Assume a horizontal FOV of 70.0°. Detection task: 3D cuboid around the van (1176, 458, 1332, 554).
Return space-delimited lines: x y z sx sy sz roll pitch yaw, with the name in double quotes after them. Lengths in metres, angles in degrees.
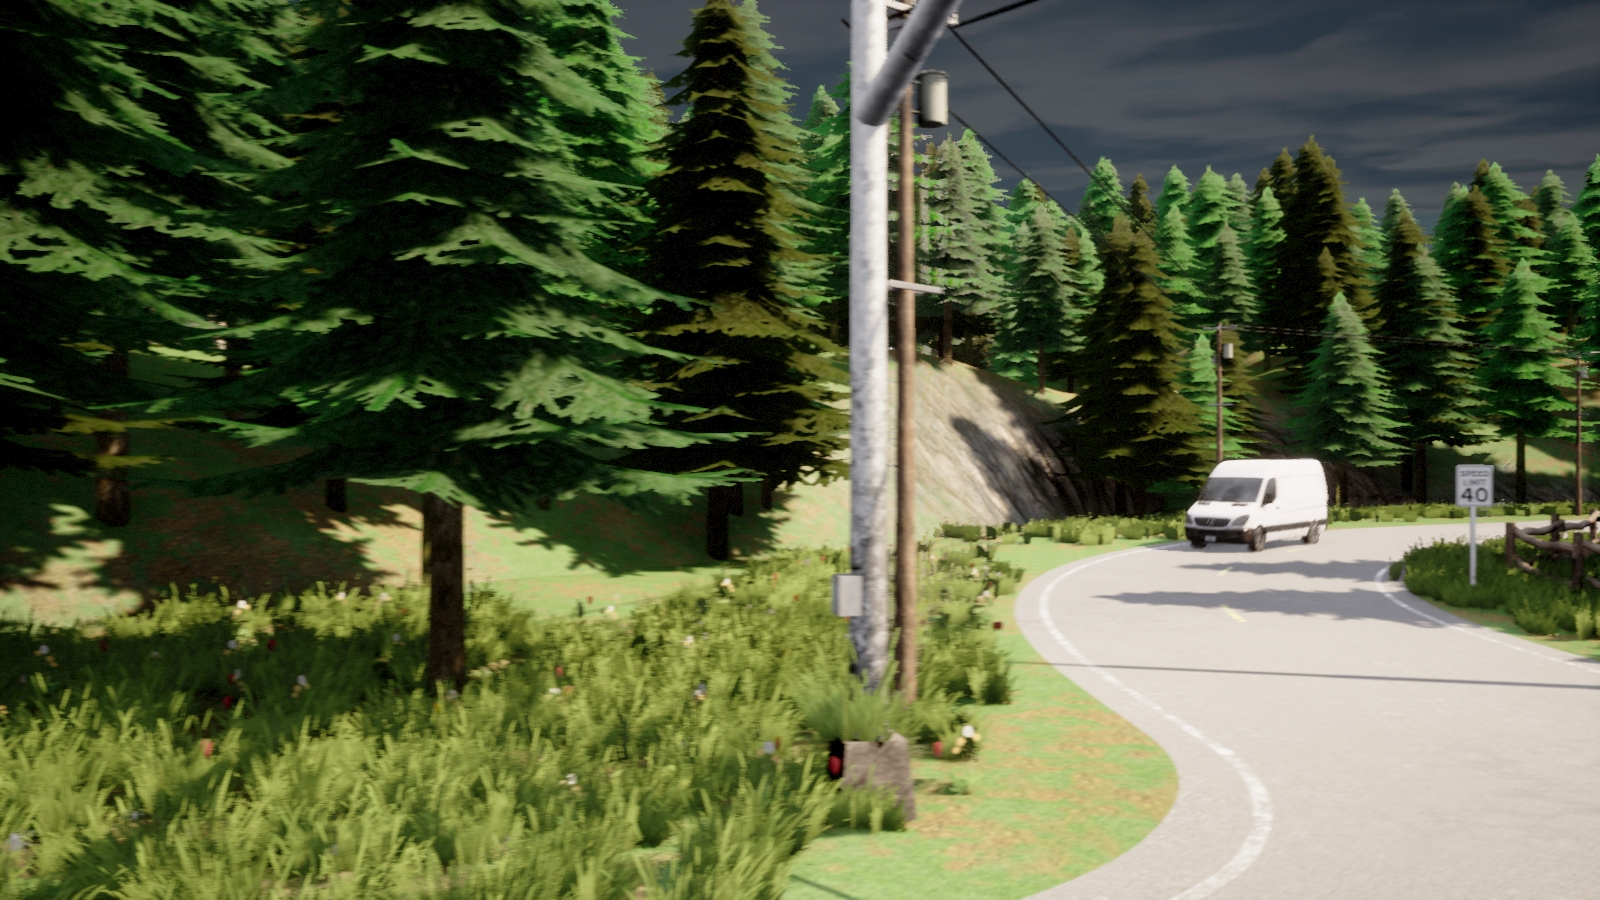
13.475 1.546 33.672 5.915 2.561 1.988 0 0 -44 "van"
